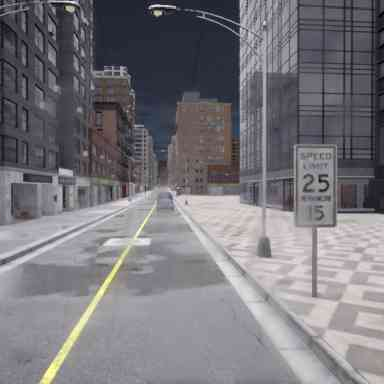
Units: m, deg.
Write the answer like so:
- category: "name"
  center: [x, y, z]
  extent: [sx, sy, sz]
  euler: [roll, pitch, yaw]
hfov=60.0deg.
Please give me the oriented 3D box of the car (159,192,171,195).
- category: "car"
  center: [-3.827, 0.982, 47.362]
  extent: [2.150, 2.045, 5.566]
  euler: [0, 1, -5]

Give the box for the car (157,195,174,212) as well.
- category: "car"
  center: [-2.923, 1.391, 36.725]
  extent: [2.033, 1.411, 5.357]
  euler: [0, 0, -5]
